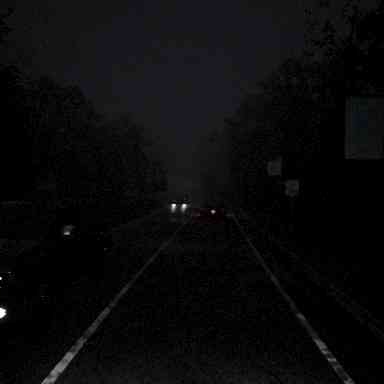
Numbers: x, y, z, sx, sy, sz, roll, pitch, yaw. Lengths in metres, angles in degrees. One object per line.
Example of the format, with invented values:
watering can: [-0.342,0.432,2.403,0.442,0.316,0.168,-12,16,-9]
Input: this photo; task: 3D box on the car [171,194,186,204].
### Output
car: [-2.069,1.047,50.391,1.837,1.490,4.892,0,2,-5]

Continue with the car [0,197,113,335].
car: [-3.329,1.151,6.991,2.150,2.045,5.566,0,0,3]

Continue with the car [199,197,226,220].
car: [1.640,1.365,25.895,1.994,1.385,4.181,0,0,4]
